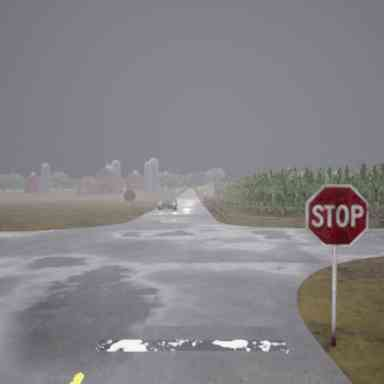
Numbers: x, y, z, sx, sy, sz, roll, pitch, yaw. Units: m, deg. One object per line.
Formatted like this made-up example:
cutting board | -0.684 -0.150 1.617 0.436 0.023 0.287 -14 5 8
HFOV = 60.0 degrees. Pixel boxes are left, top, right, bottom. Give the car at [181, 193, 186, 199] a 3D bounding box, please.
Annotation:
car | -2.738 1.122 92.368 1.812 1.442 4.674 0 0 0

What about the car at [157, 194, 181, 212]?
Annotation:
car | -2.745 1.239 38.297 2.097 1.767 4.553 0 0 0
